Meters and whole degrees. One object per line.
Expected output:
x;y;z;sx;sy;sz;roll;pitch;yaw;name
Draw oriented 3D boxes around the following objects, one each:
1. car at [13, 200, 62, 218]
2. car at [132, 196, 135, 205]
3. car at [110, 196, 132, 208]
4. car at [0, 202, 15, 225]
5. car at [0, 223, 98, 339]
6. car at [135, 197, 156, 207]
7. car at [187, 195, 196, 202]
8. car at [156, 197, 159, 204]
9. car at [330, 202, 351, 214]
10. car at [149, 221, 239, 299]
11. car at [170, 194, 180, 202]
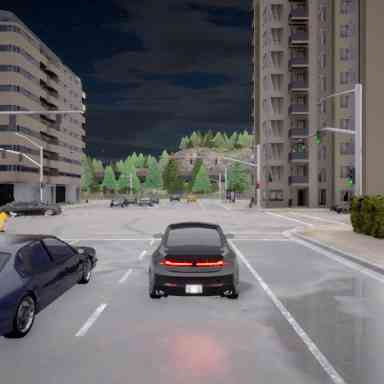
-14.062;1.506;29.189;4.892;1.490;1.837;0;1;-17;car
-10.675;1.505;58.290;1.837;1.490;4.892;0;0;0;car
-10.681;1.491;49.016;2.128;1.511;4.902;0;0;0;car
-10.786;1.478;16.784;1.882;1.535;5.008;2;0;-15;car
-3.461;1.547;6.516;2.033;1.411;5.357;0;0;0;car
-7.183;1.526;51.982;1.812;1.442;4.674;0;0;-1;car
-0.125;1.478;73.854;1.882;1.535;5.008;0;0;0;car
-7.174;1.564;61.895;1.994;1.385;4.181;0;0;0;car
17.285;1.547;34.580;5.357;1.411;2.033;0;0;0;car
0.049;1.505;8.445;1.837;1.490;4.892;0;0;0;car
-3.627;1.194;72.903;2.097;1.767;4.553;0;0;0;car
